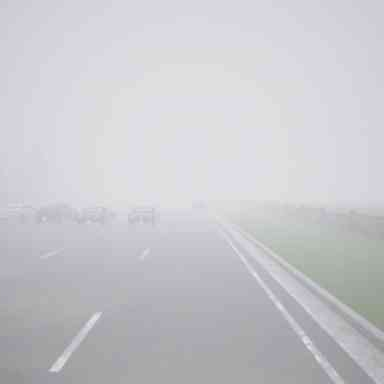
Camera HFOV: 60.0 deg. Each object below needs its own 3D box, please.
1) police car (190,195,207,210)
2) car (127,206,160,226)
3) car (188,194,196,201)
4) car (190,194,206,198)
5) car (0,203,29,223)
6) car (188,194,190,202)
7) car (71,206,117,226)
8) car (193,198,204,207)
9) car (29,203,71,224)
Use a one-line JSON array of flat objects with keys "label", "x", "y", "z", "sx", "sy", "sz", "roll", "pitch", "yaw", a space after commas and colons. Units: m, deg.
[{"label": "police car", "x": 1.055, "y": 1.635, "z": 47.043, "sx": 1.930, "sy": 1.638, "sz": 5.238, "roll": 0, "pitch": 0, "yaw": 0}, {"label": "car", "x": -3.398, "y": 1.710, "z": 24.430, "sx": 1.895, "sy": 1.301, "sz": 4.718, "roll": 0, "pitch": 0, "yaw": 0}, {"label": "car", "x": 0.012, "y": 1.507, "z": 94.478, "sx": 2.150, "sy": 2.045, "sz": 5.566, "roll": 0, "pitch": 0, "yaw": 0}, {"label": "car", "x": 1.056, "y": 1.631, "z": 62.904, "sx": 2.097, "sy": 1.767, "sz": 4.553, "roll": 0, "pitch": 0, "yaw": 0}, {"label": "car", "x": -13.896, "y": 1.646, "z": 26.945, "sx": 1.812, "sy": 1.442, "sz": 4.674, "roll": 0, "pitch": 0, "yaw": 0}, {"label": "car", "x": 0.009, "y": 1.685, "z": 79.888, "sx": 1.882, "sy": 1.535, "sz": 5.008, "roll": 0, "pitch": 0, "yaw": 0}, {"label": "car", "x": -6.898, "y": 1.710, "z": 24.430, "sx": 1.895, "sy": 1.301, "sz": 4.718, "roll": 0, "pitch": 0, "yaw": 0}, {"label": "car", "x": 1.056, "y": 1.759, "z": 56.933, "sx": 1.837, "sy": 1.490, "sz": 4.892, "roll": 0, "pitch": 0, "yaw": 0}, {"label": "car", "x": -10.398, "y": 1.621, "z": 25.866, "sx": 1.837, "sy": 1.490, "sz": 4.892, "roll": 0, "pitch": 0, "yaw": 0}]
